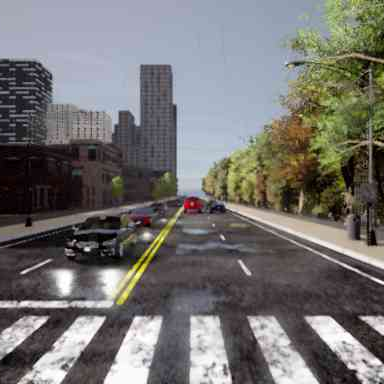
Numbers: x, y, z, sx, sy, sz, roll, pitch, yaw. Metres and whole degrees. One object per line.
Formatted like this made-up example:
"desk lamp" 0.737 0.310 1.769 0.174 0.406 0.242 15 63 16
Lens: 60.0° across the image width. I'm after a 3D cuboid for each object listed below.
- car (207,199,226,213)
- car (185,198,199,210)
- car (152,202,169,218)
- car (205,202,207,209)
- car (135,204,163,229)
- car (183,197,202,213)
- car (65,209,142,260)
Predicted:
"car" 3.327 1.938 43.159 1.994 1.385 4.181 0 -1 0
"car" -0.017 1.808 52.806 2.097 1.767 4.553 0 0 0
"car" -3.356 1.795 33.444 1.837 1.490 4.892 0 -1 0
"car" 3.220 1.963 53.115 1.837 1.490 4.892 0 0 0
"car" -3.359 1.764 23.013 1.994 1.385 4.181 0 0 0
"car" 0.075 1.587 42.240 2.150 2.045 5.566 0 0 0
"car" -3.358 1.619 13.082 1.837 1.490 4.892 0 0 0
